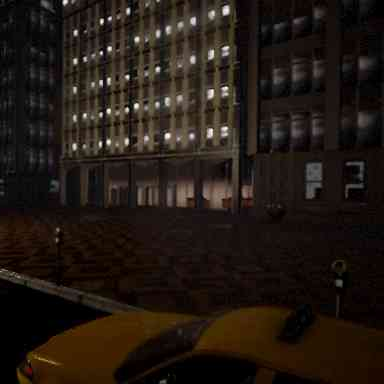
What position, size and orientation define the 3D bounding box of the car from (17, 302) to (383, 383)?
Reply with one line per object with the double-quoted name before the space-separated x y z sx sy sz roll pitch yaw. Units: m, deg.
"car" 0.526 1.516 2.495 4.829 1.417 1.752 0 1 35
